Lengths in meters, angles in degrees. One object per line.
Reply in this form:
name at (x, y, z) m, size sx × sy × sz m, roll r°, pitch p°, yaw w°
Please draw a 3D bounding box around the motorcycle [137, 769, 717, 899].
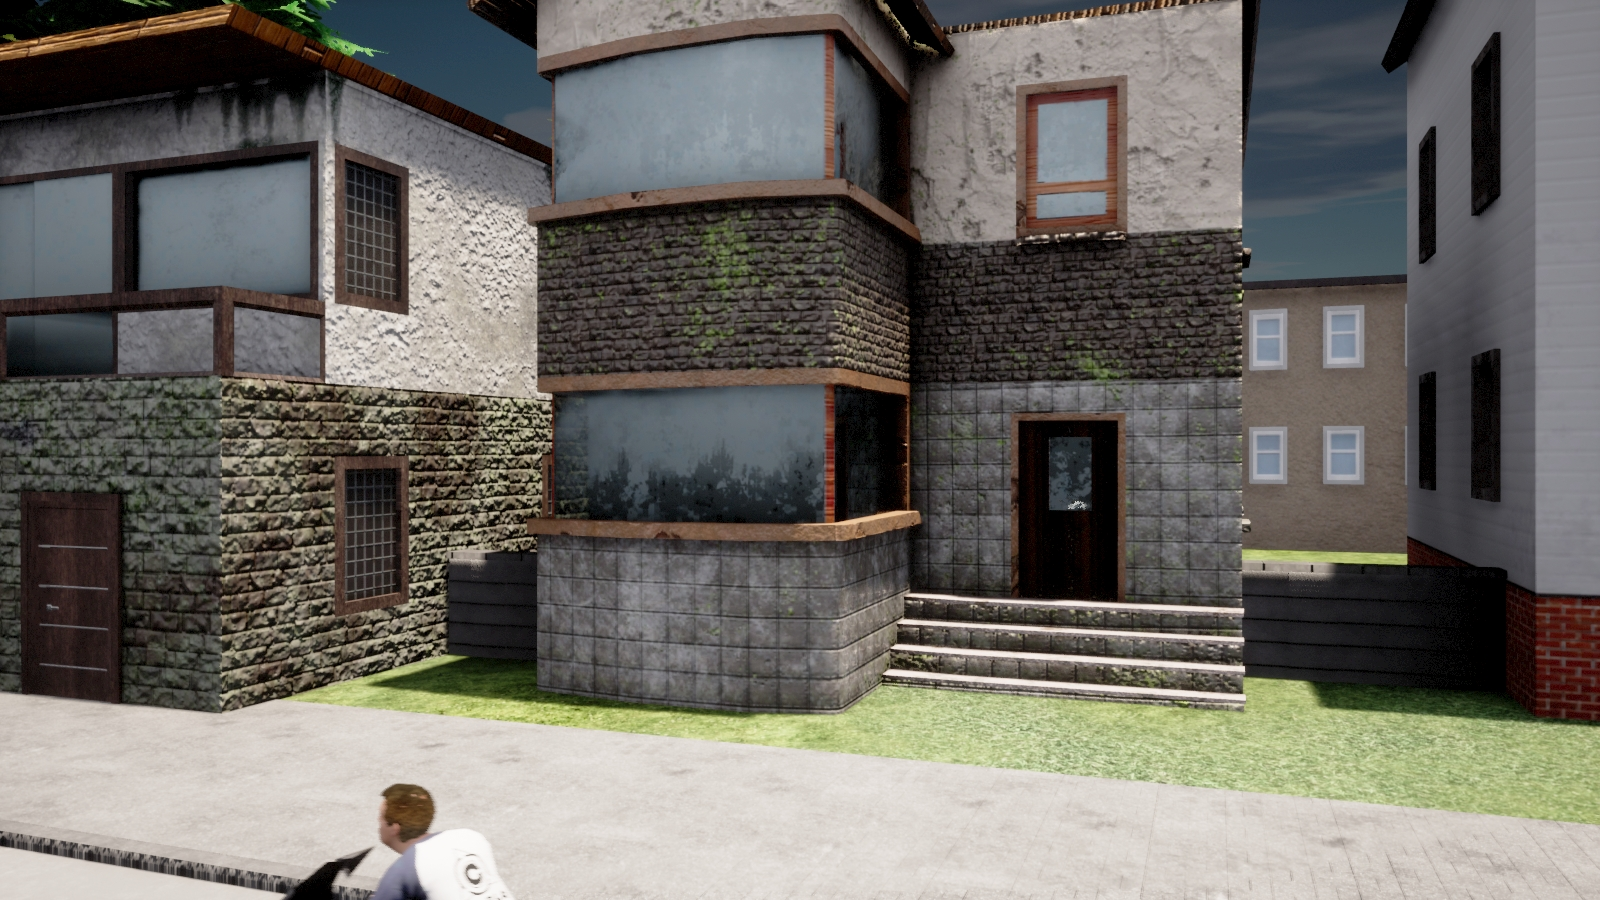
motorcycle at (-1.413, 1.993, 4.346) m, size 2.033 × 1.145 × 0.803 m, roll 0°, pitch 0°, yaw 20°
